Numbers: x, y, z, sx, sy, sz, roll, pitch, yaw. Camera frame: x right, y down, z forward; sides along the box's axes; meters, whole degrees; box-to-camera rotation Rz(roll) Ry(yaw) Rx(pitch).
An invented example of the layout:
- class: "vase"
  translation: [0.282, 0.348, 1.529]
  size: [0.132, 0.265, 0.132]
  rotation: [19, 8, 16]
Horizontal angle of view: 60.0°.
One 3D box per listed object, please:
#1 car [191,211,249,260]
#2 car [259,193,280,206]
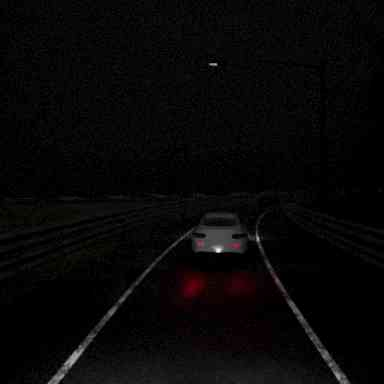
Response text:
- class: "car"
  translation: [1.044, 1.399, 11.920]
  size: [1.812, 1.442, 4.674]
  rotation: [0, 1, 7]
- class: "car"
  translation: [9.985, 0.938, 42.562]
  size: [1.882, 1.535, 5.008]
  rotation: [0, 1, 26]
